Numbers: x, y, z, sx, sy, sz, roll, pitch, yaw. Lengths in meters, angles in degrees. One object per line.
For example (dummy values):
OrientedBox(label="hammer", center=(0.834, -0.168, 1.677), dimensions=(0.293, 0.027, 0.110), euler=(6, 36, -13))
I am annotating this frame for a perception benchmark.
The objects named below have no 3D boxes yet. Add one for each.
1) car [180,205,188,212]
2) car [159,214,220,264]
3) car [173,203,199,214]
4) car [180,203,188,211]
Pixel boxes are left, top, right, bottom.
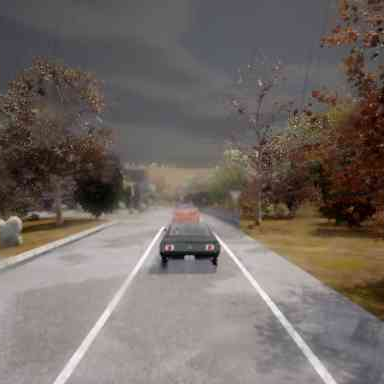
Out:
OrientedBox(label="car", center=(-1.785, 3.851, 77.117), dimensions=(1.837, 1.490, 4.892), euler=(0, -3, -1))
OrientedBox(label="car", center=(-0.107, 1.721, 12.251), dimensions=(1.895, 1.301, 4.718), euler=(0, -1, -1))
OrientedBox(label="car", center=(-0.500, 1.710, 27.498), dimensions=(2.097, 1.767, 4.553), euler=(-1, -2, -1))
OrientedBox(label="car", center=(-2.047, 3.962, 87.280), dimensions=(2.150, 2.045, 5.566), euler=(0, -3, -1))
